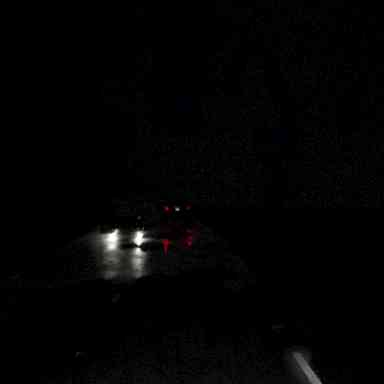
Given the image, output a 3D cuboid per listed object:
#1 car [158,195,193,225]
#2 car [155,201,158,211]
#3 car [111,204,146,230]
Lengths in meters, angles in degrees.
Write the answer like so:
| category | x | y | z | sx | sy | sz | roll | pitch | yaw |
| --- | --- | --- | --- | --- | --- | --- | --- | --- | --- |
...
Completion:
| category | x | y | z | sx | sy | sz | roll | pitch | yaw |
| --- | --- | --- | --- | --- | --- | --- | --- | --- | --- |
| car | -1.215 | 1.254 | 24.558 | 2.150 | 2.045 | 5.566 | 0 | 0 | -6 |
| car | -3.661 | 1.573 | 42.816 | 1.882 | 1.535 | 5.008 | 0 | 0 | -9 |
| car | -4.092 | 1.510 | 21.895 | 1.882 | 1.535 | 5.008 | 0 | 0 | -5 |
